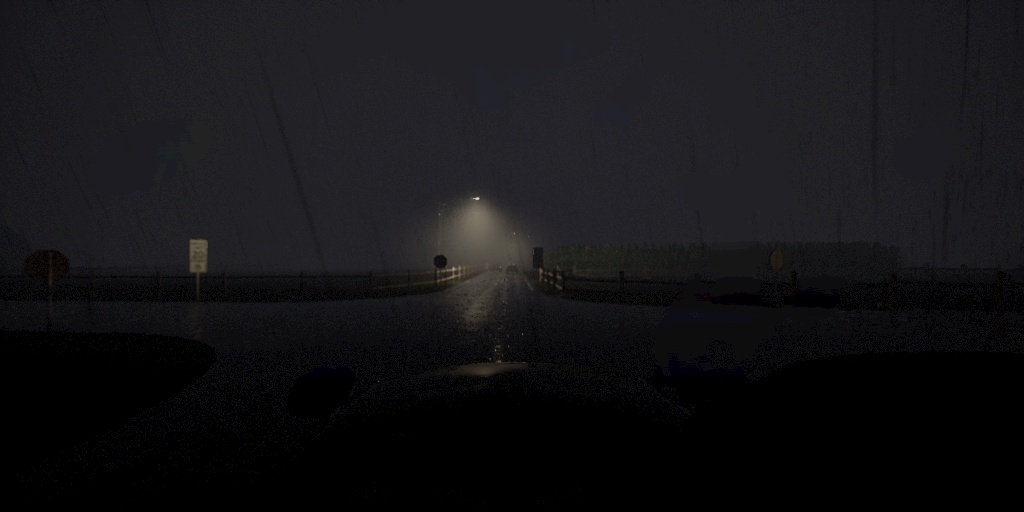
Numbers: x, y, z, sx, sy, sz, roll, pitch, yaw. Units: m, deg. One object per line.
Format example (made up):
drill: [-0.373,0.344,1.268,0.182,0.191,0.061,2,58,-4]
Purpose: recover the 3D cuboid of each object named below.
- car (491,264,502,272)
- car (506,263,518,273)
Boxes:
car: [-2.722,2.054,63.938,2.033,1.411,5.357,0,-1,0]
car: [0.026,2.018,59.349,1.994,1.385,4.181,0,-1,0]
